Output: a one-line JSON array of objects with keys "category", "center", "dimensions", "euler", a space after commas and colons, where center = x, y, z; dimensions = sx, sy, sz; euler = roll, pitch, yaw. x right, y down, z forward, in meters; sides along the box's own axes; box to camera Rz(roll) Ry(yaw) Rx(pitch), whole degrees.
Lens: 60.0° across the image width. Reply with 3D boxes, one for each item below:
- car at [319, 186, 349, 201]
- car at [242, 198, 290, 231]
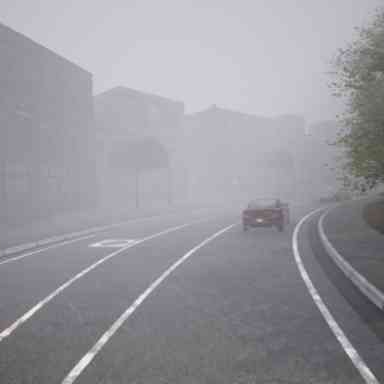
[{"category": "car", "center": [14.763, 0.145, 34.599], "dimensions": [1.812, 1.442, 4.674], "euler": [-3, 1, 42]}, {"category": "car", "center": [3.950, 1.041, 17.377], "dimensions": [1.882, 1.535, 5.008], "euler": [-3, 1, 21]}]
